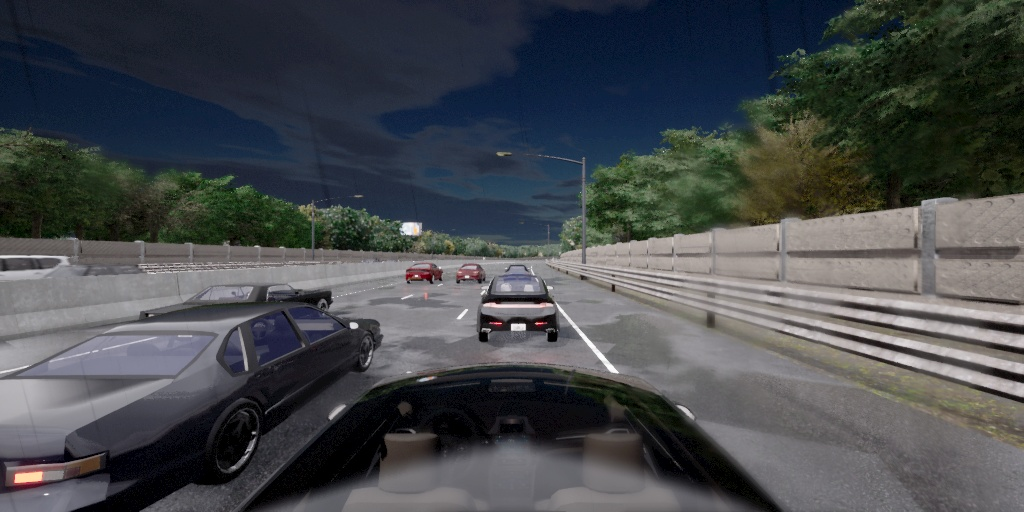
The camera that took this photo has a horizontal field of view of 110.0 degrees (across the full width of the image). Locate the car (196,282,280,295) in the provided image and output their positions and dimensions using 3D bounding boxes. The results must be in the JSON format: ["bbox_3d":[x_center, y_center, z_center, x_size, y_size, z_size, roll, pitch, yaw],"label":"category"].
[{"bbox_3d":[-6.856,1.352,9.763,1.895,1.301,4.718,0,0,0],"label":"car"}]

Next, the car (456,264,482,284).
[{"bbox_3d":[-3.092,1.295,27.374,1.812,1.442,4.674,0,0,1],"label":"car"}]

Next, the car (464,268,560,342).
[{"bbox_3d":[0.147,1.244,9.749,2.128,1.511,4.902,0,0,0],"label":"car"}]

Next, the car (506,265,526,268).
[{"bbox_3d":[0.405,1.334,26.762,1.994,1.385,4.181,0,0,1],"label":"car"}]

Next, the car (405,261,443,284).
[{"bbox_3d":[-6.584,1.245,27.382,1.882,1.535,5.008,0,0,1],"label":"car"}]

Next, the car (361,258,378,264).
[{"bbox_3d":[-23.077,1.147,58.971,2.097,1.767,4.553,0,0,3],"label":"car"}]

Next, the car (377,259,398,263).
[{"bbox_3d":[-19.583,1.391,58.768,2.128,1.511,4.902,0,0,3],"label":"car"}]

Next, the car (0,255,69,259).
[{"bbox_3d":[-21.016,0.973,14.112,2.150,2.045,5.566,0,0,1],"label":"car"}]

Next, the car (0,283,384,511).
[{"bbox_3d":[-3.375,1.297,4.545,2.033,1.411,5.357,0,0,-1],"label":"car"}]

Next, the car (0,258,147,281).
[{"bbox_3d":[-17.505,1.104,14.584,2.097,1.767,4.553,0,0,1],"label":"car"}]
